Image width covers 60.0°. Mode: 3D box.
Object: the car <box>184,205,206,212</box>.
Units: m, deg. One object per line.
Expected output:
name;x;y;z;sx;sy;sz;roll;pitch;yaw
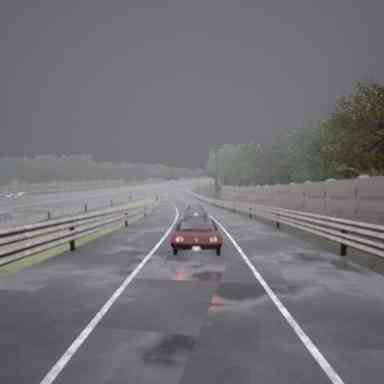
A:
car;0.294;1.825;29.280;1.994;1.385;4.181;0;0;-1

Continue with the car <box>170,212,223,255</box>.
car;0.213;1.729;13.983;1.895;1.301;4.718;0;0;1
